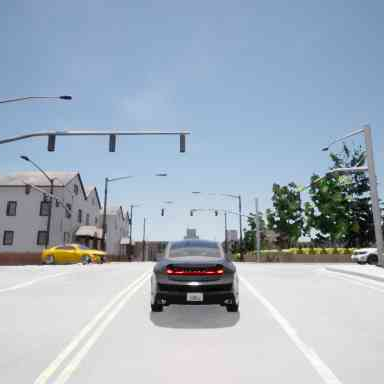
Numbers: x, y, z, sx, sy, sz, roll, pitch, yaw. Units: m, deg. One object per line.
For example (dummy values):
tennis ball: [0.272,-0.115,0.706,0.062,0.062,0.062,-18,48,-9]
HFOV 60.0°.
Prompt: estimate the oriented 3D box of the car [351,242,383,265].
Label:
car: [16.848,5.316,28.805,5.566,2.045,2.150,0,-12,1]

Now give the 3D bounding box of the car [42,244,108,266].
car: [-8.547,4.599,24.418,5.008,1.535,1.882,-4,-13,18]

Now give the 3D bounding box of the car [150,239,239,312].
car: [0.062,1.986,8.594,1.837,1.490,4.892,0,-7,0]

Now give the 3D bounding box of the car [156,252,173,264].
car: [-3.639,8.889,44.539,1.812,1.442,4.674,0,-12,0]

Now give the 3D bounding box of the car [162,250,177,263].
car: [-3.644,10.736,54.960,2.150,2.045,5.566,0,-12,0]
